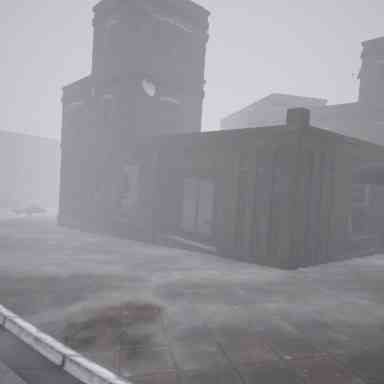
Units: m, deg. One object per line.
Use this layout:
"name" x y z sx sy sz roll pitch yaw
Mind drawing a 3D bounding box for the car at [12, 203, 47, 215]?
"car" -20.221 2.105 41.610 2.033 1.411 5.357 4 -2 3
